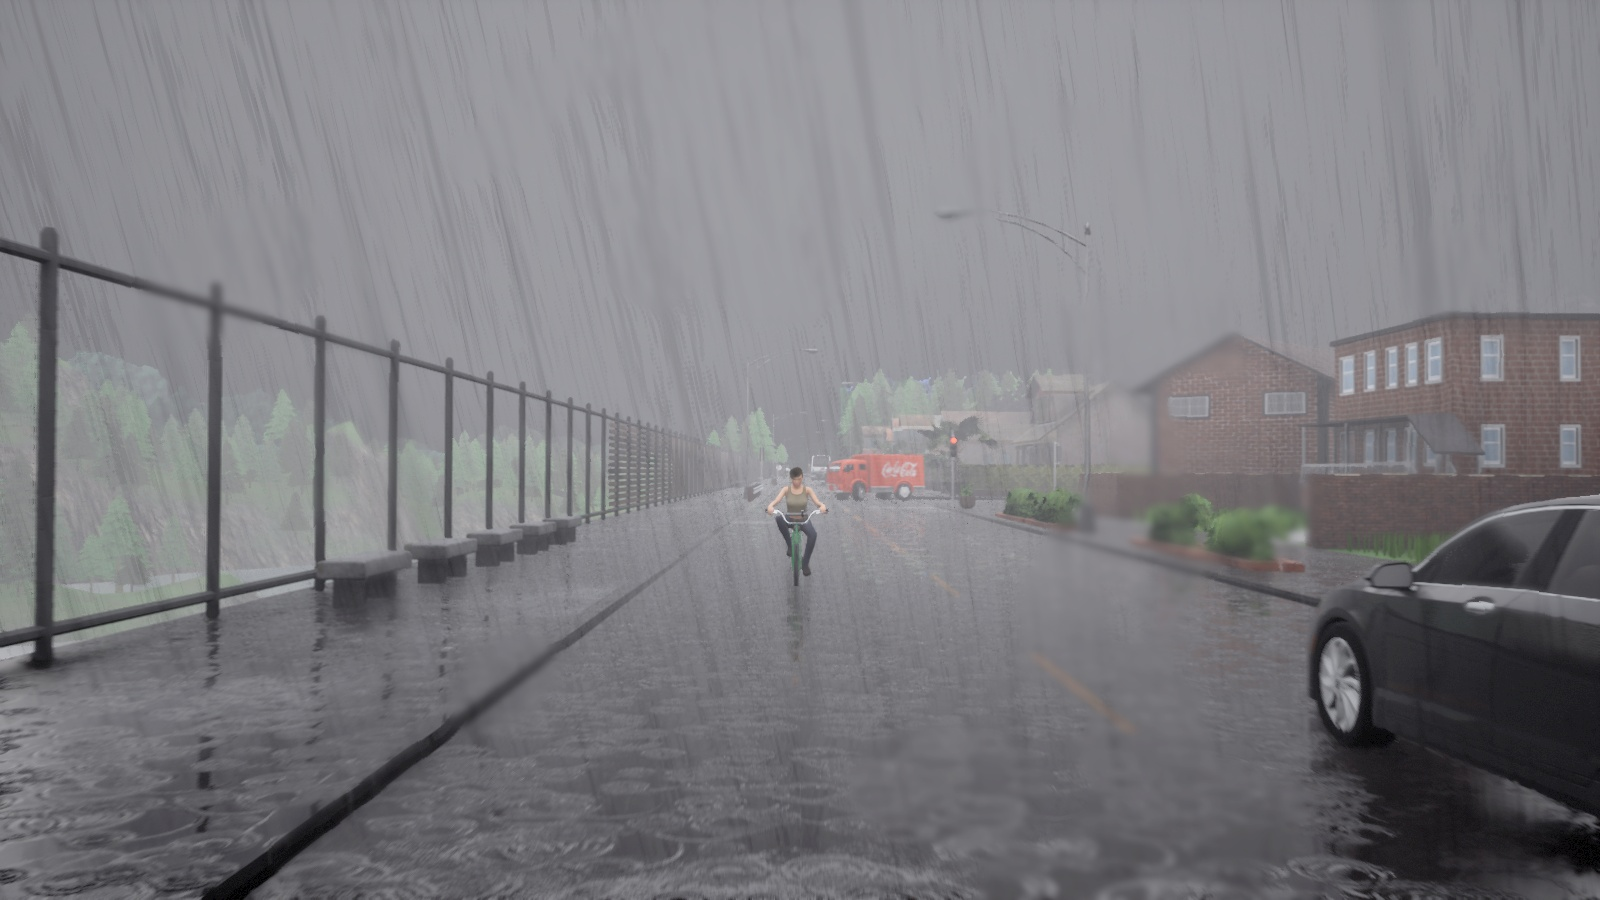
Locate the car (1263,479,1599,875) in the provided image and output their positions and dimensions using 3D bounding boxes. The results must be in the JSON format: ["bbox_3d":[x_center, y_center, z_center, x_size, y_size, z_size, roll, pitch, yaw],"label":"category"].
[{"bbox_3d":[3.986,0.901,5.844,1.837,1.490,4.892,0,-1,0],"label":"car"}]

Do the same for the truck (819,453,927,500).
[{"bbox_3d":[3.951,1.449,68.166,5.204,2.467,2.627,0,-2,-28],"label":"truck"}]

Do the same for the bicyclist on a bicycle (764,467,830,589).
[{"bbox_3d":[-0.038,1.043,17.416,0.866,1.612,1.509,0,-1,0],"label":"bicyclist on a bicycle"}]
